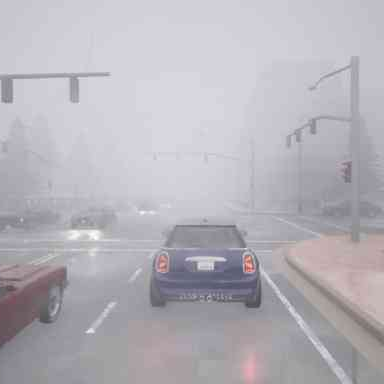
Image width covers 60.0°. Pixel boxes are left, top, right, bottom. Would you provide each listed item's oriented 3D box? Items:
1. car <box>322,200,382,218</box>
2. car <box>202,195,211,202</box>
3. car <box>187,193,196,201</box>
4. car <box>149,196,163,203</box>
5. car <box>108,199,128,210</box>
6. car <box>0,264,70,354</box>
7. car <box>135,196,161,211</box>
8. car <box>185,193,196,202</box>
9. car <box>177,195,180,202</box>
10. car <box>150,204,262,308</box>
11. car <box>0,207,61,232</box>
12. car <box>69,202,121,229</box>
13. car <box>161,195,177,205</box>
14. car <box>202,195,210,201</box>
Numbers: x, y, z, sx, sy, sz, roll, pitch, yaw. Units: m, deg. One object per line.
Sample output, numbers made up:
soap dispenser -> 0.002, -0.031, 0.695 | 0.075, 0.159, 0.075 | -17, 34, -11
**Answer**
car -> 14.128, 1.505, 29.533 | 4.892, 1.490, 1.837 | 0, 0, 4
car -> 3.107, 1.549, 73.642 | 1.994, 1.385, 4.181 | 0, 0, 2
car -> -0.058, 1.223, 82.510 | 2.150, 2.045, 5.566 | 0, 0, 2
car -> -7.549, 1.525, 69.754 | 2.128, 1.511, 4.902 | 0, 0, 2
car -> -9.052, 1.526, 39.227 | 1.812, 1.442, 4.674 | 0, 0, 7
car -> -3.305, 1.601, 4.241 | 1.895, 1.301, 4.718 | 0, 0, 2
car -> -5.207, 1.564, 40.106 | 1.994, 1.385, 4.181 | 0, 0, 0
car -> -0.429, 1.520, 72.779 | 1.812, 1.442, 4.674 | 0, 0, 2
car -> -3.816, 1.466, 75.790 | 1.882, 1.535, 5.008 | 0, 0, 2
car -> 0.309, 1.352, 8.114 | 2.097, 1.767, 4.553 | 0, 0, 2
car -> -9.932, 1.601, 20.382 | 1.895, 1.301, 4.718 | 0, 0, 3
car -> -6.327, 1.564, 21.682 | 1.994, 1.385, 4.181 | 0, 0, 3
car -> -4.492, 1.491, 60.108 | 2.128, 1.511, 4.902 | 0, 0, 2
car -> 3.439, 1.475, 82.346 | 1.882, 1.535, 5.008 | 0, 0, 2
